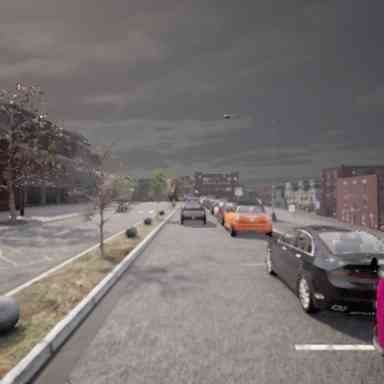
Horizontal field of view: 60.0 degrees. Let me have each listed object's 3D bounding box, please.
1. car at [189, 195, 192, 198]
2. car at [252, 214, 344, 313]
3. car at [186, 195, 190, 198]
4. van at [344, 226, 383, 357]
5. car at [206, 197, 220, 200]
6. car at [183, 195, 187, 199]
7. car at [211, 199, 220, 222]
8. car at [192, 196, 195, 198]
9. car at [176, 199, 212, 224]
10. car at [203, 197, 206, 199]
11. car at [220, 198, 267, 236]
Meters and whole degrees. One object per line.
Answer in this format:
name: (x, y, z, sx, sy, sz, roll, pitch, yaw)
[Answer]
car: (1.222, 2.016, 79.584, 2.002, 1.452, 4.674, 0, -1, -6)
car: (2.999, 1.489, 7.619, 2.231, 1.521, 4.892, 0, 0, 0)
car: (0.535, 2.039, 84.962, 2.231, 1.521, 4.892, 0, -1, -7)
van: (2.998, 1.256, 2.221, 1.878, 1.987, 4.442, 0, 0, 0)
car: (3.000, 1.459, 35.326, 2.185, 1.767, 4.553, 0, 0, 0)
car: (-0.306, 1.995, 90.536, 2.185, 1.767, 4.553, 0, -1, -9)
car: (2.999, 1.601, 29.832, 2.002, 1.452, 4.674, 0, 0, 0)
car: (1.805, 1.945, 74.096, 2.163, 1.488, 4.792, 0, -1, -5)
car: (0.102, 1.551, 25.105, 2.128, 1.511, 4.902, 0, 0, 0)
car: (3.000, 1.636, 46.267, 2.231, 1.521, 4.892, 0, 0, 0)
car: (2.998, 1.391, 18.636, 2.185, 1.767, 4.553, 0, 0, 0)
